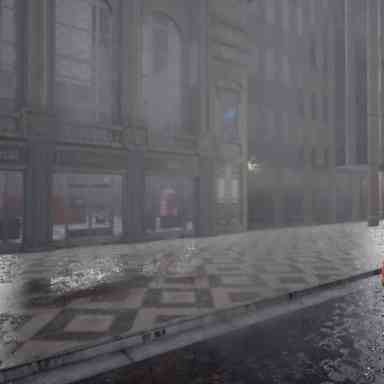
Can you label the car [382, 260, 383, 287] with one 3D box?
[{"bbox_3d":[6.577,1.500,8.121,4.553,1.767,2.097,1,-1,-37],"label":"car"}]
